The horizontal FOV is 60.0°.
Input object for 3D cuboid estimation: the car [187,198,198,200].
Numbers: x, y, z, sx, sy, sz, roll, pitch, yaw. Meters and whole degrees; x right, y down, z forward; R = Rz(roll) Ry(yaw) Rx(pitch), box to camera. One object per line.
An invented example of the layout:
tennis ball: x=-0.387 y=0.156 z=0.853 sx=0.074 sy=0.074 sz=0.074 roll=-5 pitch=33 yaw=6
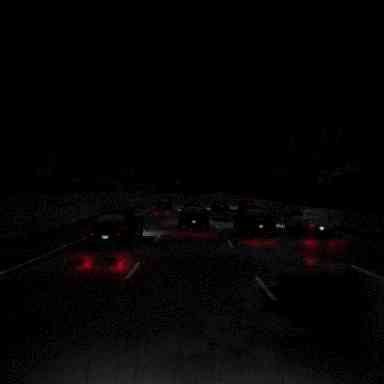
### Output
car: x=0.038 y=1.489 z=42.631 sx=2.128 sy=1.511 sz=4.902 roll=1 pitch=1 yaw=0

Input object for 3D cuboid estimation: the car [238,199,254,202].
car: x=7.036 y=1.609 z=42.881 sx=2.128 sy=1.511 sz=4.902 roll=1 pitch=1 yaw=0

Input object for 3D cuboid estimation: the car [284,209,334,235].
car: x=7.108 y=1.751 z=20.510 sx=1.812 sy=1.442 sz=4.674 roll=1 pitch=0 yaw=0

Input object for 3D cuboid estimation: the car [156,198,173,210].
car: x=-3.460 y=1.468 z=41.919 sx=1.812 sy=1.442 sz=4.674 roll=1 pitch=1 yaw=0

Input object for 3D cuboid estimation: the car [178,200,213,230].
car: x=0.104 y=1.581 z=21.990 sx=1.882 sy=1.535 sz=5.008 roll=1 pitch=0 yaw=0

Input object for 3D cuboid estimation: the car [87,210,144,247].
car: x=-3.373 y=1.560 z=15.195 sx=1.812 sy=1.442 sz=4.674 roll=1 pitch=0 yaw=0

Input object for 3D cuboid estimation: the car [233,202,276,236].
car: x=3.611 y=1.642 z=19.852 sx=1.882 sy=1.535 sz=5.008 roll=1 pitch=0 yaw=0

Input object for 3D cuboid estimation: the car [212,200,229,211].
car: x=3.538 y=1.631 z=41.763 sx=1.994 sy=1.385 sz=4.181 roll=1 pitch=1 yaw=0
